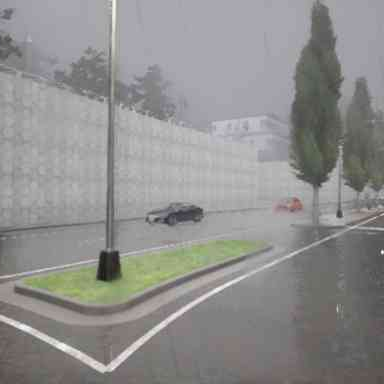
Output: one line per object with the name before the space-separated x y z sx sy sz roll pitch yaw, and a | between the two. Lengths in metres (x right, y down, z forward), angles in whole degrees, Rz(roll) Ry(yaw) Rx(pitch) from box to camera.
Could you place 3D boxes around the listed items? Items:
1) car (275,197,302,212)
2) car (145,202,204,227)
car | 11.761 1.464 40.441 2.097 1.767 4.553 1 0 35
car | -1.071 1.447 22.586 2.128 1.511 4.902 1 0 36
